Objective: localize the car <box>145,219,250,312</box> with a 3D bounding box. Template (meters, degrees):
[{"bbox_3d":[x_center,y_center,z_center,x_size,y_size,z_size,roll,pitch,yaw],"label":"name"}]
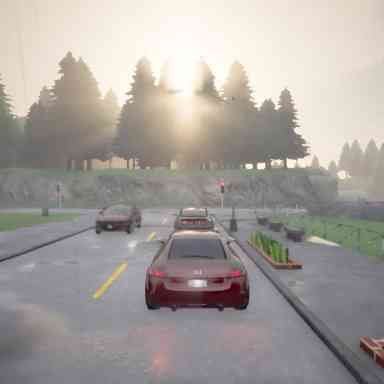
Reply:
[{"bbox_3d":[0.096,1.564,7.809,1.994,1.385,4.181,0,0,0],"label":"car"}]

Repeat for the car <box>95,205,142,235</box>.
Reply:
[{"bbox_3d":[-4.070,1.477,19.080,1.882,1.535,5.008,0,0,0],"label":"car"}]

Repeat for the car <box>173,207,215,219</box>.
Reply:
[{"bbox_3d":[0.091,1.505,16.721,1.837,1.490,4.892,0,0,0],"label":"car"}]
